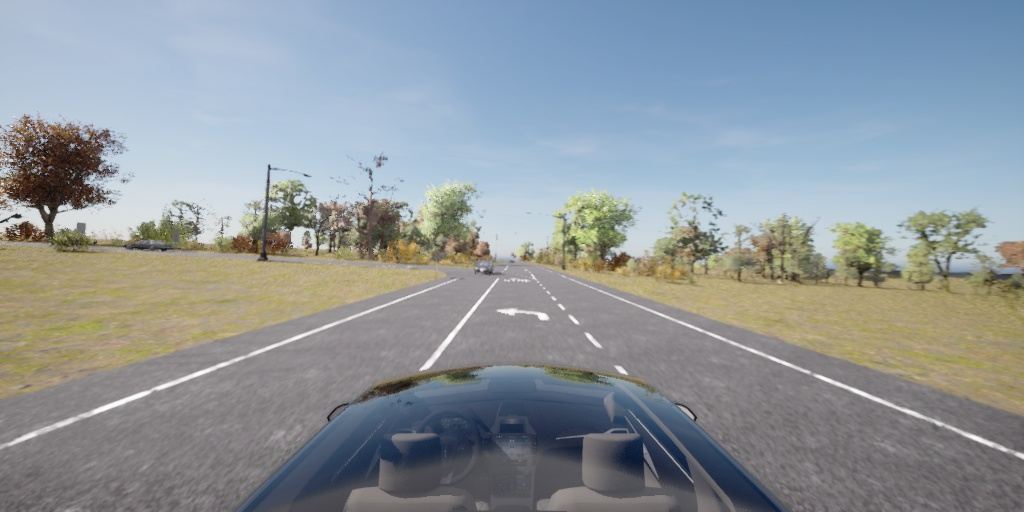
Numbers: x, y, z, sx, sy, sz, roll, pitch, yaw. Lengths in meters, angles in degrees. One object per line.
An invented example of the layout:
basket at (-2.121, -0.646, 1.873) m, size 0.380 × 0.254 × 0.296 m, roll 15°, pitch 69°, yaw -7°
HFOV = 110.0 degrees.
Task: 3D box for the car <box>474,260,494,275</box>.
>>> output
car at (-2.940, 1.179, 38.653) m, size 2.128 × 1.511 × 4.902 m, roll 3°, pitch 2°, yaw 0°
